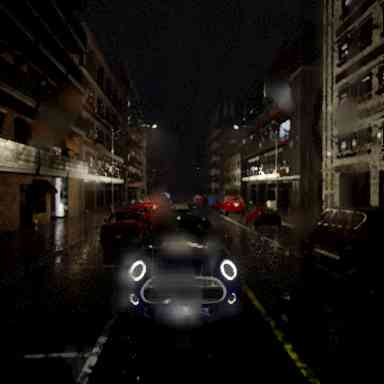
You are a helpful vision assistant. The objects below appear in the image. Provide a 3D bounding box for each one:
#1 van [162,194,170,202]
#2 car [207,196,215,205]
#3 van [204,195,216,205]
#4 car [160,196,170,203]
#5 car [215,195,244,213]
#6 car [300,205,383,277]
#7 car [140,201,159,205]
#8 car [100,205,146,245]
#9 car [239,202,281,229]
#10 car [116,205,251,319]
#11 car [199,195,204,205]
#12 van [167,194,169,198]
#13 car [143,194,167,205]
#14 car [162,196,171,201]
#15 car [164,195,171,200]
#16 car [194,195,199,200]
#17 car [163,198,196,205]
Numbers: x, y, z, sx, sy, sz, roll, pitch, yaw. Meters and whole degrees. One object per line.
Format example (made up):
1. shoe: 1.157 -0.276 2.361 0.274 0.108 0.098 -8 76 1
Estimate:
1. van: -6.109 1.366 77.700 1.690 1.788 3.998 -1 0 -3
2. car: 3.417 1.598 44.177 1.802 1.307 4.206 -1 0 -3
3. van: 3.138 1.359 49.834 1.690 1.788 3.998 -1 0 -3
4. car: -5.832 1.574 72.055 2.008 1.369 4.403 -1 0 -3
5. car: 3.965 1.327 32.862 2.192 1.841 5.009 -1 0 -3
6. car: 5.068 1.320 10.231 2.192 1.841 5.009 -1 0 -3
7. car: -3.356 1.549 21.253 1.887 1.381 4.507 -1 0 -3
8. car: -3.081 1.548 15.609 1.887 1.381 4.507 -1 0 -3
9. car: 4.520 1.590 21.547 1.802 1.307 4.206 -1 0 -3
10. car: -0.209 1.354 7.631 2.097 1.767 4.553 0 0 -2
11. car: 2.862 1.335 55.492 2.192 1.841 5.009 -1 0 -3
12. van: -4.734 1.356 49.476 1.690 1.788 3.998 -1 0 -3
13. car: -3.909 1.324 32.542 2.192 1.841 5.009 -1 0 -3
14. car: -6.382 1.593 83.344 1.947 1.339 4.313 -1 0 -3
15. car: -6.924 1.557 94.464 1.752 1.417 4.829 -1 0 -3
16. car: 1.485 1.471 83.781 1.967 1.590 4.097 -1 0 -3
17. car: -0.970 1.485 25.313 1.882 1.535 5.008 0 0 -2
